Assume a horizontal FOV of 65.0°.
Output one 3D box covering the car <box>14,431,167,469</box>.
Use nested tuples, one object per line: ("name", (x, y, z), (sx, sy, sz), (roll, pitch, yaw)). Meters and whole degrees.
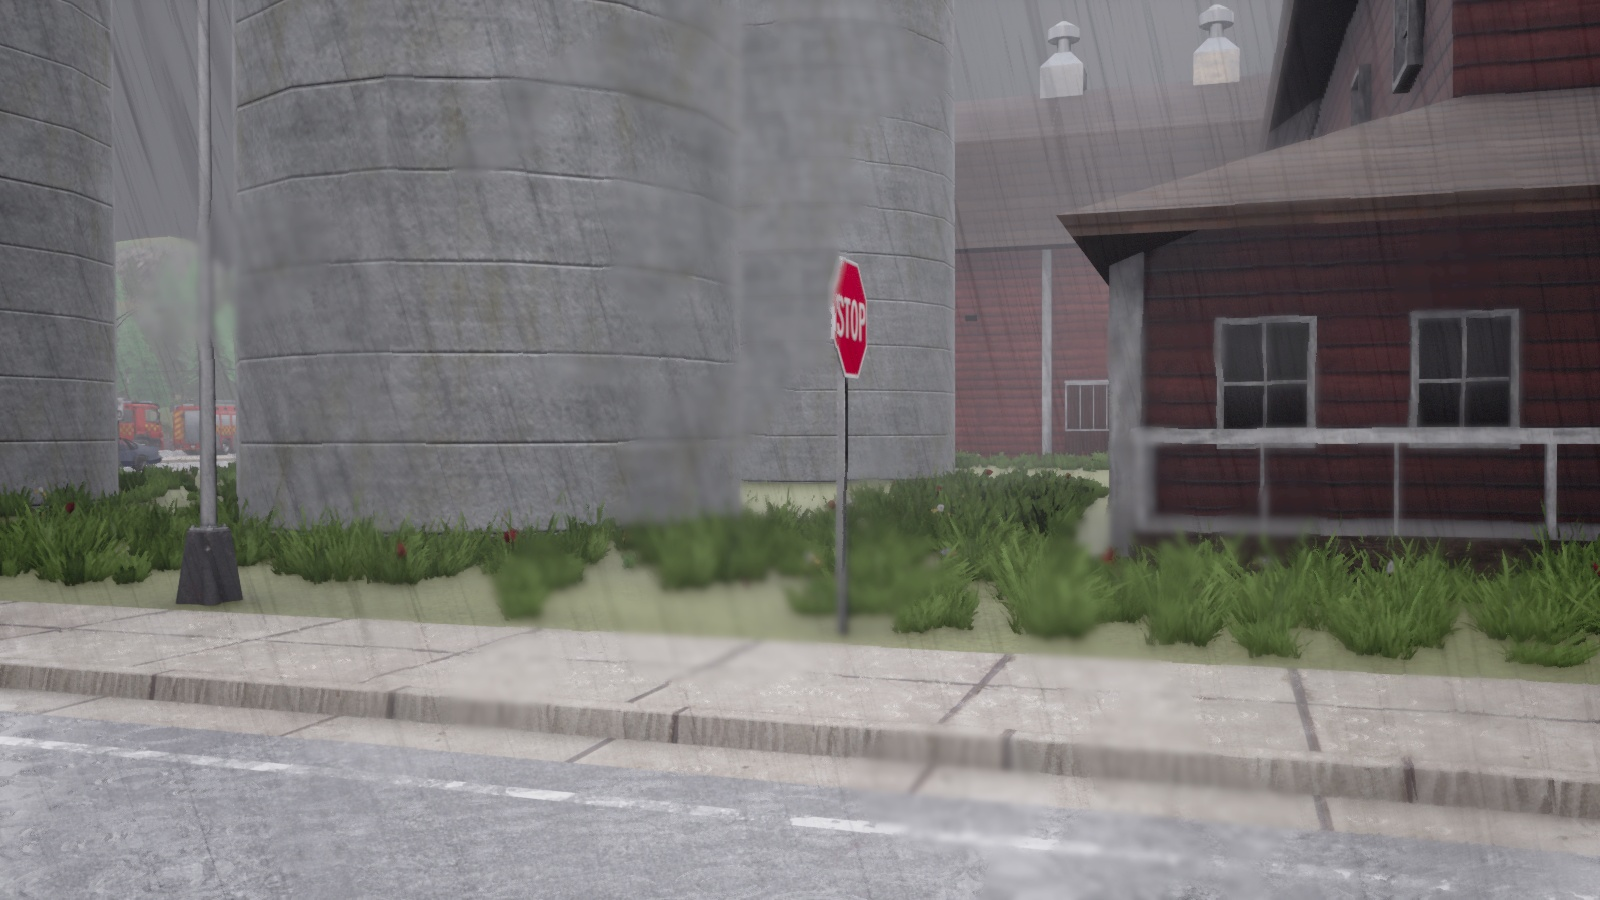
("car", (-28.211, -0.035, 50.190), (2.033, 1.411, 5.357), (1, 1, 18))

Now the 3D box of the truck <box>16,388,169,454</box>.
("truck", (-43.145, -1.732, 76.967), (2.891, 3.827, 8.468), (1, 1, 18))

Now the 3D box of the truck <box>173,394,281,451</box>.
("truck", (-40.253, -1.908, 88.614), (2.891, 3.827, 8.468), (0, 1, 7))
